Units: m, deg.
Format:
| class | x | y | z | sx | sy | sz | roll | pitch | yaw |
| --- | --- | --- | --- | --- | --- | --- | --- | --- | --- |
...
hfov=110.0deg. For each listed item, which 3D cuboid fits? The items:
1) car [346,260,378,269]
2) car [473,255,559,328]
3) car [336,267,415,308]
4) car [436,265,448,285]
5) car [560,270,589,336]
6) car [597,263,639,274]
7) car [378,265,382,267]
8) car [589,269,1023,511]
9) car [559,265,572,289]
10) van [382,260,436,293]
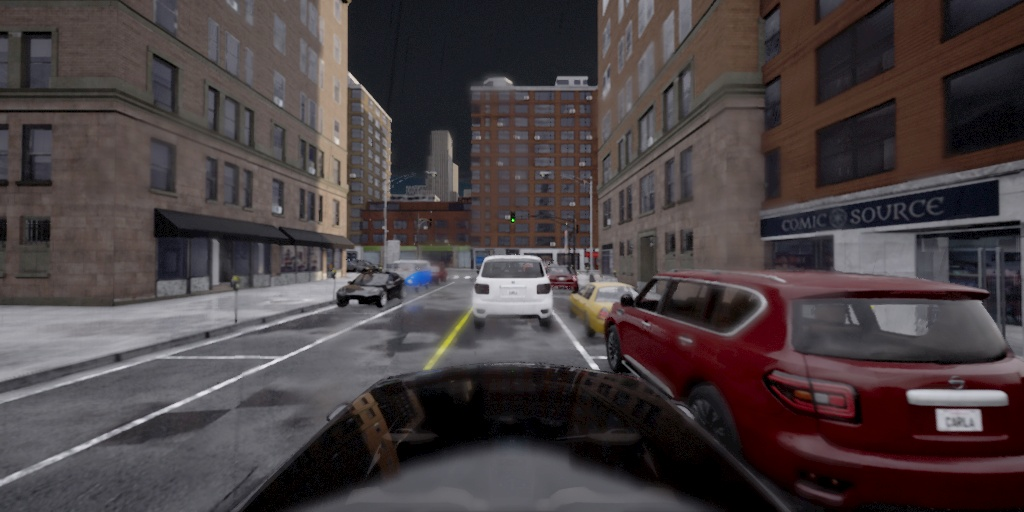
| class | x | y | z | sx | sy | sz | roll | pitch | yaw |
| --- | --- | --- | --- | --- | --- | --- | --- | --- | --- |
| car | -18.052 | 1.221 | 39.343 | 5.357 | 1.411 | 2.033 | 0 | -1 | 0 |
| car | 0.006 | 0.995 | 11.585 | 2.150 | 2.045 | 5.566 | 0 | 0 | 0 |
| car | -5.878 | 1.350 | 15.488 | 1.948 | 1.339 | 4.313 | 0 | 0 | 0 |
| car | -5.895 | 1.360 | 26.453 | 1.888 | 1.381 | 4.507 | 0 | 0 | 0 |
| car | 2.656 | 1.295 | 10.187 | 1.751 | 1.417 | 4.829 | 0 | 0 | 0 |
| car | 13.529 | 1.602 | 45.894 | 4.718 | 1.301 | 1.895 | 0 | -1 | 0 |
| car | -17.857 | 1.220 | 42.593 | 4.892 | 1.490 | 1.837 | 0 | -1 | 0 |
| car | 2.665 | 1.071 | 4.534 | 2.192 | 1.841 | 5.009 | 0 | 0 | 0 |
| car | 2.639 | 1.239 | 20.983 | 1.967 | 1.591 | 4.097 | 0 | 0 | 0 |
| van | -5.886 | 1.140 | 20.970 | 1.690 | 1.789 | 3.998 | 0 | 0 | 0 |
